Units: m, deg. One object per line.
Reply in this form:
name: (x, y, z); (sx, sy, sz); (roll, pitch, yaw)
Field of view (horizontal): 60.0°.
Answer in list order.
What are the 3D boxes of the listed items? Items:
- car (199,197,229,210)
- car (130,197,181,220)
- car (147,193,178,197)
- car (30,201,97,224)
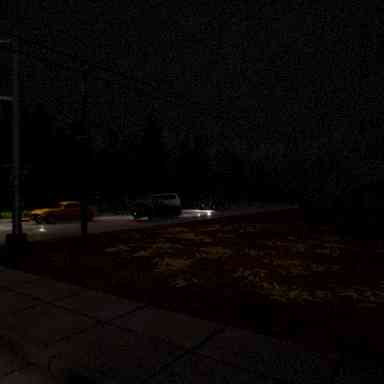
car: (2.782, 1.404, 41.584); (1.837, 1.490, 4.892); (0, 0, 37)
car: (-2.949, 1.458, 27.641); (2.128, 1.511, 4.902); (0, 0, 36)
car: (-3.433, 1.175, 33.221); (2.150, 2.045, 5.566); (0, 0, 36)
car: (-9.541, 1.484, 24.975); (1.882, 1.535, 5.008); (0, 0, 37)
